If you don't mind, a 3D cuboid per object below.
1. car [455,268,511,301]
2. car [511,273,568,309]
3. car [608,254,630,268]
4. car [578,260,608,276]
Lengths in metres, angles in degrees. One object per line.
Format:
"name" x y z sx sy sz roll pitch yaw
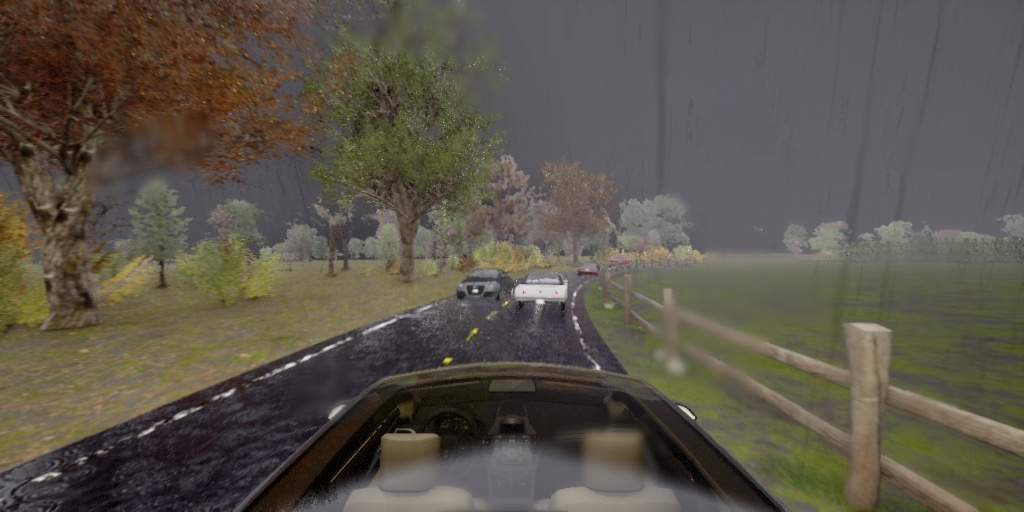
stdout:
"car" -1.170 1.290 17.155 1.994 1.385 4.181 0 0 12
"car" 1.381 1.346 15.023 1.895 1.301 4.718 0 0 10
"car" 16.397 0.796 55.391 2.150 2.045 5.566 0 1 39
"car" 8.079 1.286 36.395 1.994 1.385 4.181 0 0 24
